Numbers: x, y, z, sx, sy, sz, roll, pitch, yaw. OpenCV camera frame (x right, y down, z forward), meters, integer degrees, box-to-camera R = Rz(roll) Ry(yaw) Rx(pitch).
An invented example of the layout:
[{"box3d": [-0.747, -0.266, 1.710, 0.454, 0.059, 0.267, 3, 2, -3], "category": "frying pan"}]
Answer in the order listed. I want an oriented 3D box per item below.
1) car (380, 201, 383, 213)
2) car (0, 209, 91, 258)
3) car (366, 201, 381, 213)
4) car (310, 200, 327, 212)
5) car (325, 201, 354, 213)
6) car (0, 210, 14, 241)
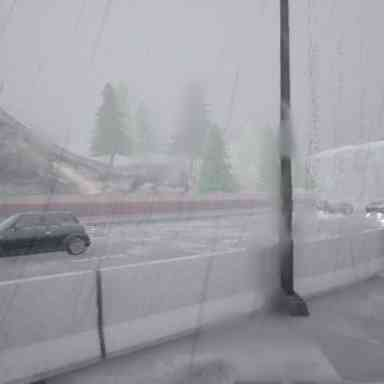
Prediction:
[{"box3d": [19.921, 1.693, 31.925, 1.882, 1.535, 5.008, -1, -1, 41], "category": "car"}, {"box3d": [-6.269, 1.549, 12.512, 4.553, 1.767, 2.097, 0, -1, -36], "category": "car"}, {"box3d": [23.023, 1.846, 41.289, 2.033, 1.411, 5.357, -1, -1, 38], "category": "car"}, {"box3d": [17.910, 1.898, 46.181, 1.837, 1.490, 4.892, -1, 0, 37], "category": "car"}, {"box3d": [18.474, 1.933, 41.113, 1.895, 1.301, 4.718, -1, -1, 39], "category": "car"}, {"box3d": [-12.010, 1.785, 16.970, 4.902, 1.511, 2.128, 0, -1, -36], "category": "car"}]
